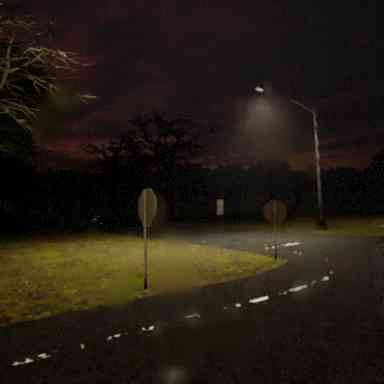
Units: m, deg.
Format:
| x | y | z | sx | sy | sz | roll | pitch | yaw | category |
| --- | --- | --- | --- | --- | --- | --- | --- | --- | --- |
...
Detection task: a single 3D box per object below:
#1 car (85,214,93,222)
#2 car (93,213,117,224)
| x | y | z | sx | sy | sz | roll | pitch | yaw | category |
| --- | --- | --- | --- | --- | --- | --- | --- | --- | --- |
| -17.925 | 4.632 | 60.108 | 2.128 | 1.511 | 4.902 | -1 | -2 | -34 | car |
| -13.922 | 4.398 | 54.332 | 2.033 | 1.411 | 5.357 | -1 | -2 | -34 | car |
